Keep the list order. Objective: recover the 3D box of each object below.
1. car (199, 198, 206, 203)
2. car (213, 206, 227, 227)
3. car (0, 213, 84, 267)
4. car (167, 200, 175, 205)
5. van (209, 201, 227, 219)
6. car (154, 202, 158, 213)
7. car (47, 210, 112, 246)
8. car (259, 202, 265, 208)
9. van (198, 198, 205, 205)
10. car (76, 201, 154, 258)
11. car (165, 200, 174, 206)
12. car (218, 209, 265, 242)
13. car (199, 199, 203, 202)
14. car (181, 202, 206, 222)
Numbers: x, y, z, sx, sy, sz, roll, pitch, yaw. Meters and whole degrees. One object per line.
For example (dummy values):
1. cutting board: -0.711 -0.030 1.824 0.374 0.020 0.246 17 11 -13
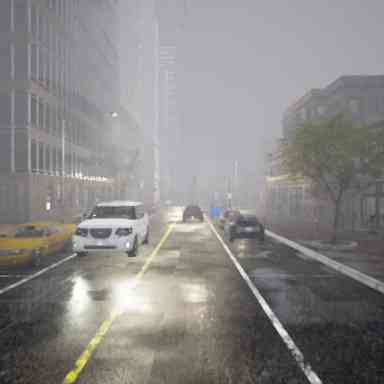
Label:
1. car: 2.675 2.662 88.934 1.967 1.590 4.097 -1 -1 0
2. car: 2.679 1.902 23.249 1.802 1.307 4.206 -1 -1 0
3. car: -5.702 1.692 12.024 1.752 1.417 4.829 -1 -1 0
4. car: -5.670 2.789 88.987 1.947 1.339 4.313 -1 -1 0
5. van: 2.675 1.813 34.320 1.690 1.788 3.998 -1 -1 0
6. car: -5.704 2.064 45.401 1.967 1.590 4.097 -1 -1 0
7. car: -5.702 1.768 17.558 1.752 1.417 4.829 -1 -1 0
8. car: 16.525 2.363 68.648 5.009 1.841 2.192 1 0 1
9. van: 2.673 2.641 94.579 1.690 1.788 3.998 -1 -1 0
10. car: -3.103 1.414 13.956 2.150 2.045 5.566 0 -1 0
11. car: -5.841 2.668 83.174 1.752 1.417 4.829 -1 -1 0
12. car: 2.678 1.810 17.716 1.947 1.339 4.313 -1 -1 0
13. car: 0.088 2.052 41.824 1.882 1.535 5.008 0 0 0
14. car: 0.089 1.921 30.266 1.837 1.490 4.892 0 -1 0
